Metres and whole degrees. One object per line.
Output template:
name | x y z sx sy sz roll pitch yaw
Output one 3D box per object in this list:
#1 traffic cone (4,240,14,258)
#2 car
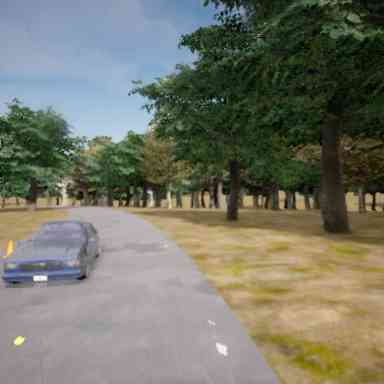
traffic cone | -6.514 2.039 11.961 0.340 0.580 0.340 -1 0 -11
car | -3.893 1.589 10.174 2.033 1.411 5.357 -1 0 -10
